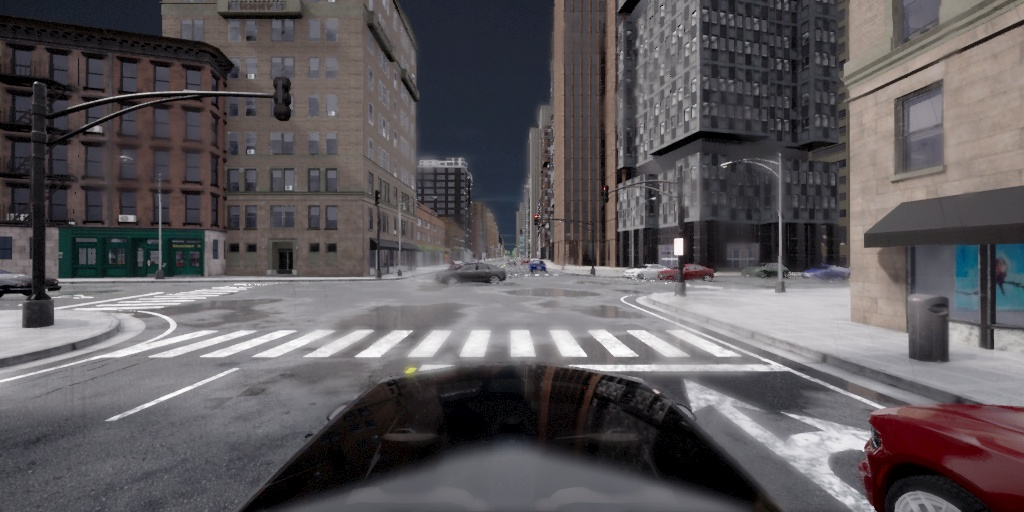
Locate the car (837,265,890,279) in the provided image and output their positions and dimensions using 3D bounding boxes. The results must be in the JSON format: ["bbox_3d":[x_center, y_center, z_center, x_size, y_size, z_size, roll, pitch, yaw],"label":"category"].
[{"bbox_3d":[39.889,1.754,40.733,5.008,1.535,1.882,0,0,-12],"label":"car"}]

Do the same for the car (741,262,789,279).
[{"bbox_3d":[26.396,1.469,37.445,4.553,1.767,2.097,1,0,-15],"label":"car"}]

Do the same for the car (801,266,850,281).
[{"bbox_3d":[30.941,1.671,35.273,4.674,1.442,1.812,1,-1,-14],"label":"car"}]

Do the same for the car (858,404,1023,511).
[{"bbox_3d":[3.353,1.228,0.399,1.882,1.535,5.008,0,0,0],"label":"car"}]

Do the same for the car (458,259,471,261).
[{"bbox_3d":[-6.672,1.283,44.703,1.812,1.442,4.674,0,0,0],"label":"car"}]

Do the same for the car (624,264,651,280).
[{"bbox_3d":[12.665,1.482,33.337,4.674,1.442,1.812,1,-1,-18],"label":"car"}]

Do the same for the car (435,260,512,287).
[{"bbox_3d":[-2.781,1.255,24.511,4.892,1.490,1.837,0,0,-19],"label":"car"}]

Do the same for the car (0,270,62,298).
[{"bbox_3d":[-22.317,1.032,14.441,5.357,1.411,2.033,1,0,-16],"label":"car"}]

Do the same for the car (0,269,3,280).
[{"bbox_3d":[-21.029,1.021,11.451,5.357,1.411,2.033,1,0,-13],"label":"car"}]

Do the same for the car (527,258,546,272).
[{"bbox_3d":[3.243,1.235,45.525,1.882,1.535,5.008,0,0,0],"label":"car"}]

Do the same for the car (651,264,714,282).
[{"bbox_3d":[14.807,1.433,30.610,5.008,1.535,1.882,1,0,-18],"label":"car"}]
